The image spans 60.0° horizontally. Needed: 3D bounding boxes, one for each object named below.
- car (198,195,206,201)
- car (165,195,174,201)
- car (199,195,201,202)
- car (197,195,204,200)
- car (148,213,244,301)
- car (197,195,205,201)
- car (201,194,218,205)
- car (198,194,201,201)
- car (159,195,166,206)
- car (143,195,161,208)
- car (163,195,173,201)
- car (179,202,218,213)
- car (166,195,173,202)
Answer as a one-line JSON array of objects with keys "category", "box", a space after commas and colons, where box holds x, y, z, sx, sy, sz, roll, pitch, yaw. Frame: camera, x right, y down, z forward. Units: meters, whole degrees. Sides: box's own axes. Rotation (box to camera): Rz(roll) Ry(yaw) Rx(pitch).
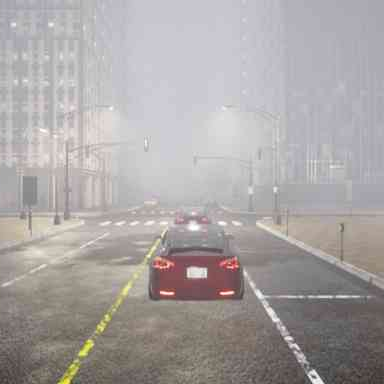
[{"category": "car", "box": [2.459, 1.556, 82.196, 1.887, 1.381, 4.507, 0, 0, 0]}, {"category": "car", "box": [-5.937, 1.554, 87.853, 2.008, 1.369, 4.403, 0, 0, 0]}, {"category": "car", "box": [2.639, 1.587, 53.824, 2.008, 1.369, 4.403, 0, 0, 0]}, {"category": "car", "box": [2.427, 1.518, 93.716, 1.752, 1.417, 4.829, 0, 0, 0]}, {"category": "car", "box": [0.075, 1.516, 8.385, 2.163, 1.488, 4.792, 0, 0, 0]}, {"category": "car", "box": [2.443, 1.554, 87.870, 2.008, 1.369, 4.403, 0, 0, 0]}, {"category": "car", "box": [2.686, 1.478, 48.146, 1.967, 1.590, 4.097, 0, 0, 0]}, {"category": "car", "box": [2.493, 1.339, 70.847, 2.192, 1.841, 5.009, 0, 0, 0]}, {"category": "car", "box": [-5.939, 1.352, 53.801, 2.192, 1.841, 5.009, 0, 0, 0]}, {"category": "car", "box": [-5.954, 1.564, 47.952, 1.752, 1.417, 4.829, 0, 0, 0]}, {"category": "car", "box": [-5.921, 1.562, 82.178, 2.008, 1.369, 4.403, 0, 0, 0]}, {"category": "car", "box": [0.039, 1.527, 18.380, 2.163, 1.488, 4.792, 0, 0, 0]}, {"category": "car", "box": [-5.905, 1.563, 76.503, 1.887, 1.381, 4.507, 0, 0, 0]}]
